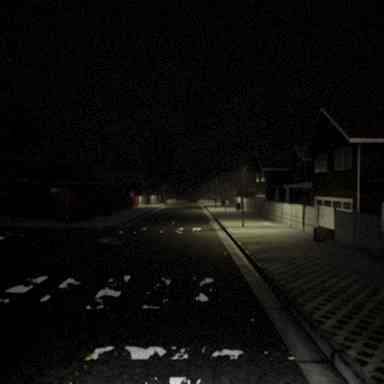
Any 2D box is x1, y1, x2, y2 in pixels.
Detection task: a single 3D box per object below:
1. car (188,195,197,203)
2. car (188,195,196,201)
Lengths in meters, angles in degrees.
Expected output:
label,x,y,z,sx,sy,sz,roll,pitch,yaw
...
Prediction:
label,x,y,z,sx,sy,sz,roll,pitch,yaw
car,0.059,1.626,73.763,2.128,1.511,4.902,0,0,0
car,0.061,1.728,94.119,2.128,1.511,4.902,0,0,0
